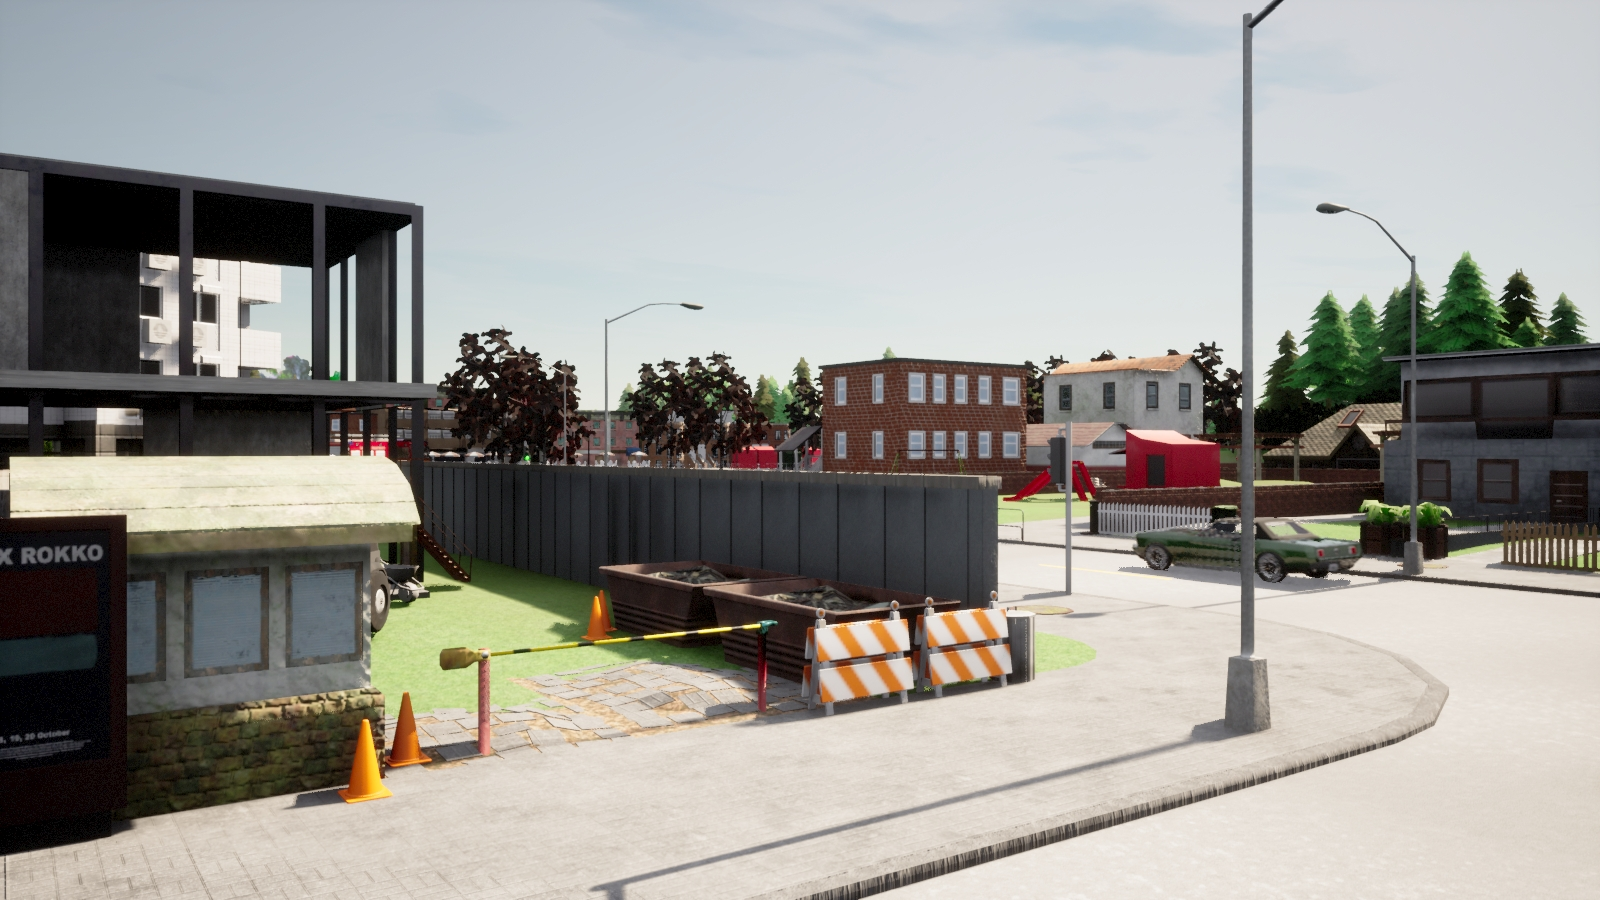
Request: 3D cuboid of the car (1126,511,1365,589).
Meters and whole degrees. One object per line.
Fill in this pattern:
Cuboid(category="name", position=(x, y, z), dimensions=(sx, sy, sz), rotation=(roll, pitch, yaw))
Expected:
Cuboid(category="car", position=(9.796, 2.146, 25.482), dimensions=(1.895, 1.301, 4.718), rotation=(0, 0, -34))
